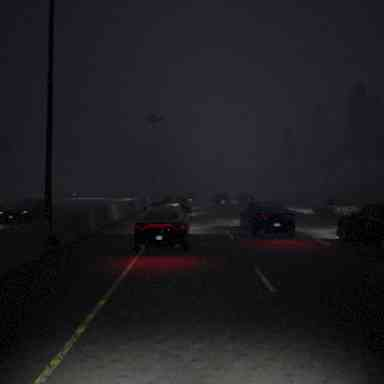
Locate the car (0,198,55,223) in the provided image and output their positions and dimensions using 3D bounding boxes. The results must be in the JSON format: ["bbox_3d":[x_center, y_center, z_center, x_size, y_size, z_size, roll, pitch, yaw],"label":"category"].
[{"bbox_3d":[-10.587,1.149,21.764,1.812,1.442,4.674,0,1,0],"label":"car"}]

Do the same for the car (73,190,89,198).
[{"bbox_3d":[-21.003,0.373,63.239,1.837,1.490,4.892,0,1,0],"label":"car"}]

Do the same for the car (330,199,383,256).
[{"bbox_3d":[7.101,1.155,12.018,2.097,1.767,4.553,0,1,0],"label":"car"}]

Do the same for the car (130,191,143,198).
[{"bbox_3d":[-10.508,0.474,63.229,1.895,1.301,4.718,0,1,0],"label":"car"}]

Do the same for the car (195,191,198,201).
[{"bbox_3d":[0.013,0.689,50.731,1.895,1.301,4.718,0,1,0],"label":"car"}]

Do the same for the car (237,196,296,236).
[{"bbox_3d":[3.601,1.197,16.517,1.882,1.535,5.008,0,1,0],"label":"car"}]

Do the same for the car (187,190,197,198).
[{"bbox_3d":[0.005,0.393,64.040,1.812,1.442,4.674,0,1,0],"label":"car"}]

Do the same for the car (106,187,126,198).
[{"bbox_3d":[-14.007,0.105,63.207,2.150,2.045,5.566,0,1,0],"label":"car"}]

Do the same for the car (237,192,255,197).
[{"bbox_3d":[7.103,0.685,44.184,1.882,1.535,5.008,0,1,0],"label":"car"}]

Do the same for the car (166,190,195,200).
[{"bbox_3d":[-1.049,0.949,23.091,2.097,1.767,4.553,0,1,0],"label":"car"}]

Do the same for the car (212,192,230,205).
[{"bbox_3d":[3.604,0.773,41.007,1.837,1.490,4.892,0,1,0],"label":"car"}]

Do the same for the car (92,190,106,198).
[{"bbox_3d":[-17.508,0.396,63.246,1.812,1.442,4.674,0,1,0],"label":"car"}]

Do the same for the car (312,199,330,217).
[{"bbox_3d":[10.602,1.167,24.738,1.895,1.301,4.718,0,1,0],"label":"car"}]

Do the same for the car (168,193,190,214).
[{"bbox_3d":[-1.048,0.939,29.323,1.801,1.575,5.366,0,1,0],"label":"car"}]

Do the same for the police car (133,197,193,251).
[{"bbox_3d":[-1.049,1.206,13.213,1.930,1.638,5.238,0,1,0],"label":"police car"}]
